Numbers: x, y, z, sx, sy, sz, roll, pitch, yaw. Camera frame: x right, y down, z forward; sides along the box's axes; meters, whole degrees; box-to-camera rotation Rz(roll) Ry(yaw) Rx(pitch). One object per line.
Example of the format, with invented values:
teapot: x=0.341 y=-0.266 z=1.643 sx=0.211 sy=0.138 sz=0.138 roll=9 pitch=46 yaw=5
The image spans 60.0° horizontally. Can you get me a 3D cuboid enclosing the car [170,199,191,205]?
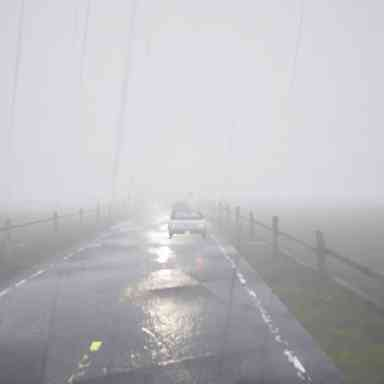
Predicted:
car: x=-1.178 y=1.476 z=34.048 sx=1.837 sy=1.490 sz=4.892 roll=0 pitch=0 yaw=-4

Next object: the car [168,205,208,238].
car: x=-0.275 y=1.579 z=17.553 sx=1.895 sy=1.301 sz=4.718 roll=0 pitch=0 yaw=-2
